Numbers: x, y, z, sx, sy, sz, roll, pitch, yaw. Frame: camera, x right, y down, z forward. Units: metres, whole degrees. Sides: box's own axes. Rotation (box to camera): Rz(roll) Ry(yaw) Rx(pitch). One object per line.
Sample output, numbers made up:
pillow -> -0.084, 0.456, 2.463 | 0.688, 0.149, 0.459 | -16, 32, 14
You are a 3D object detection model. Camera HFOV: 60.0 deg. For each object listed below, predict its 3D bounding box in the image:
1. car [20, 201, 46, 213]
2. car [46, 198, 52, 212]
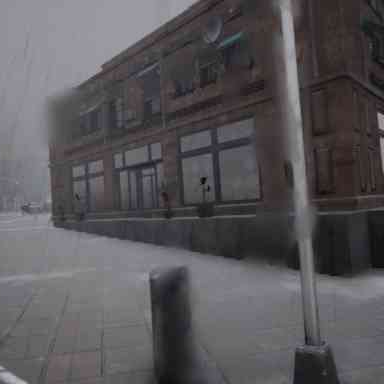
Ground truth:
car -> -23.226, 2.195, 47.792 | 2.128, 1.511, 4.902 | -1, -2, -41
car -> -20.629, 1.819, 49.777 | 2.150, 2.045, 5.566 | -3, 1, -41
